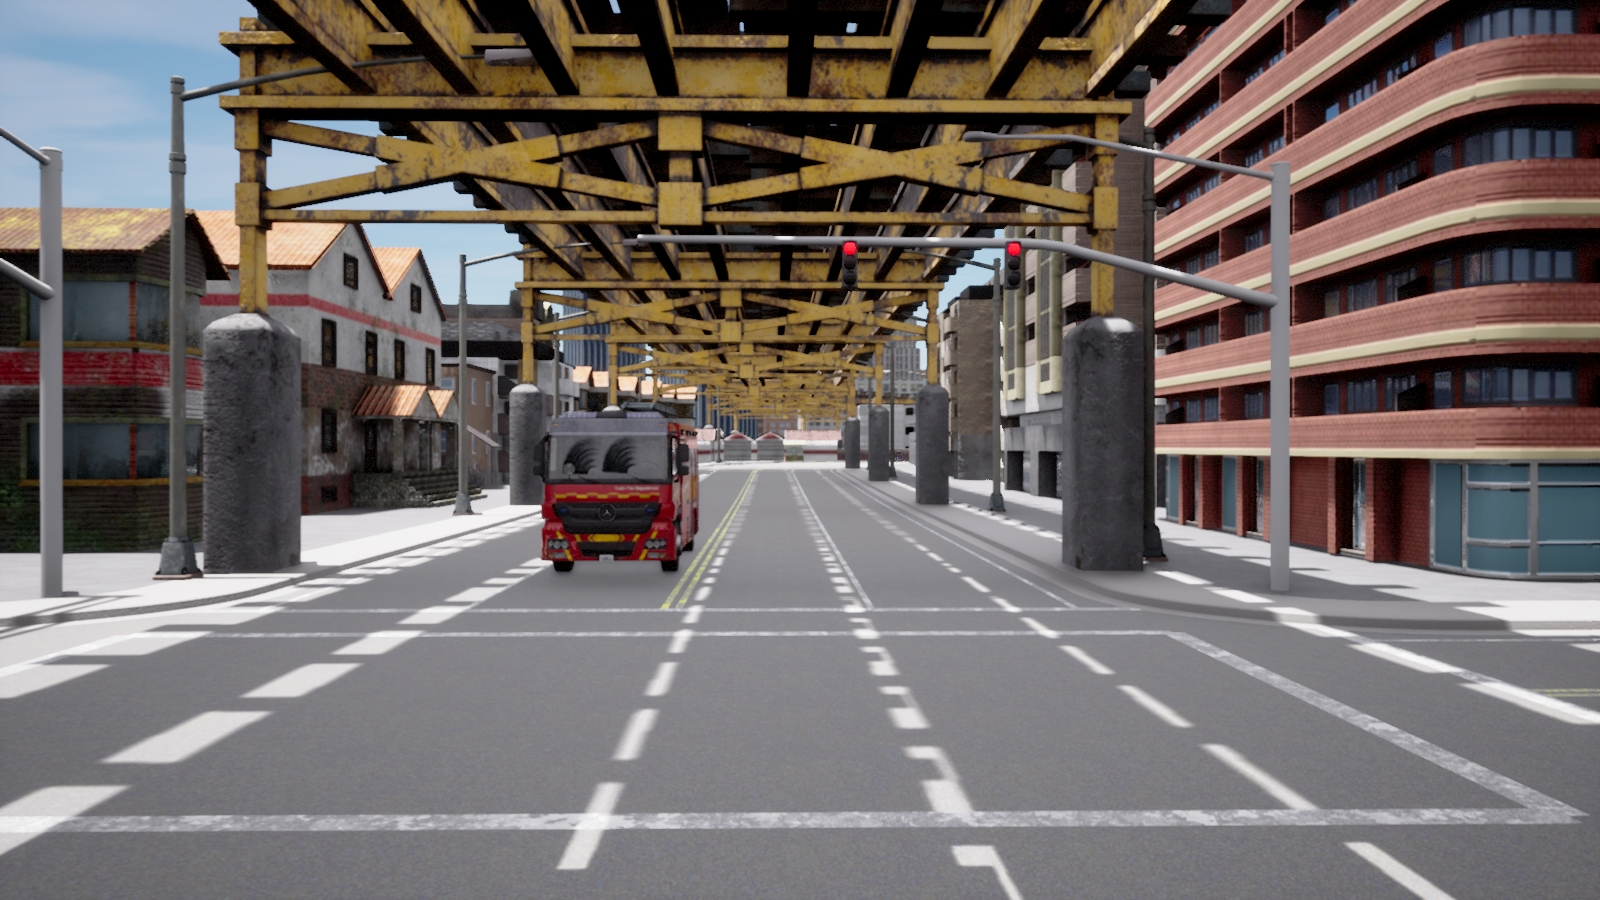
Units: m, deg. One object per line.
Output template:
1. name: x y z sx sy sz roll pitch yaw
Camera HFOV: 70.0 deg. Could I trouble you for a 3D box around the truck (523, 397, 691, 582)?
1. truck: -4.414 0.809 28.006 2.891 3.827 8.468 0 0 -1
